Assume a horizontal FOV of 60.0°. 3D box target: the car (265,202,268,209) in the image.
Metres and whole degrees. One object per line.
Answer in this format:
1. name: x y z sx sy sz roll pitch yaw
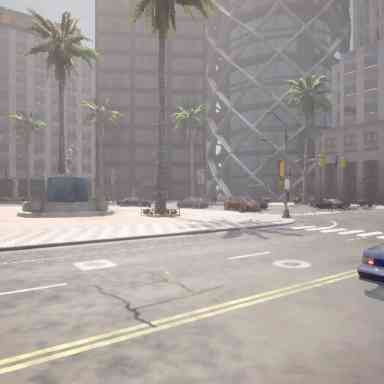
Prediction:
1. car: 7.566 1.478 43.218 1.882 1.535 5.008 0 0 -41

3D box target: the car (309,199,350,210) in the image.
1. car: 17.454 1.601 42.404 1.895 1.301 4.718 0 0 -36

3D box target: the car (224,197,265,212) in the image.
1. car: 5.925 1.352 39.648 2.097 1.767 4.553 0 0 -39

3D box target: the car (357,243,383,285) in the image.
1. car: 6.233 1.547 8.220 5.357 1.411 2.033 0 0 -35

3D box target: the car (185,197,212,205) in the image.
1. car: 1.171 1.564 57.623 4.181 1.385 1.994 0 0 30

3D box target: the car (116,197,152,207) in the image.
1. car: -8.978 1.601 50.540 4.718 1.301 1.895 0 0 16

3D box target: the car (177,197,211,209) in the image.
1. car: -0.089 1.564 45.841 4.181 1.385 1.994 0 0 35

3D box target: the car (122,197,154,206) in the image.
1. car: -8.745 1.526 54.011 4.674 1.442 1.812 0 0 15
